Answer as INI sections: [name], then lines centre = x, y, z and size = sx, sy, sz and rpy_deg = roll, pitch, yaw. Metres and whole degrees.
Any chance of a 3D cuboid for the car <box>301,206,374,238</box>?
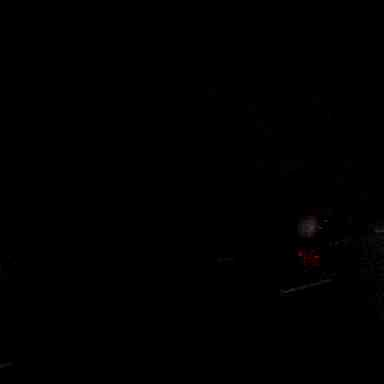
[car]
centre = 7.945, 1.551, 18.016
size = 4.892, 1.490, 1.837
rpy_deg = 0, 0, -36
